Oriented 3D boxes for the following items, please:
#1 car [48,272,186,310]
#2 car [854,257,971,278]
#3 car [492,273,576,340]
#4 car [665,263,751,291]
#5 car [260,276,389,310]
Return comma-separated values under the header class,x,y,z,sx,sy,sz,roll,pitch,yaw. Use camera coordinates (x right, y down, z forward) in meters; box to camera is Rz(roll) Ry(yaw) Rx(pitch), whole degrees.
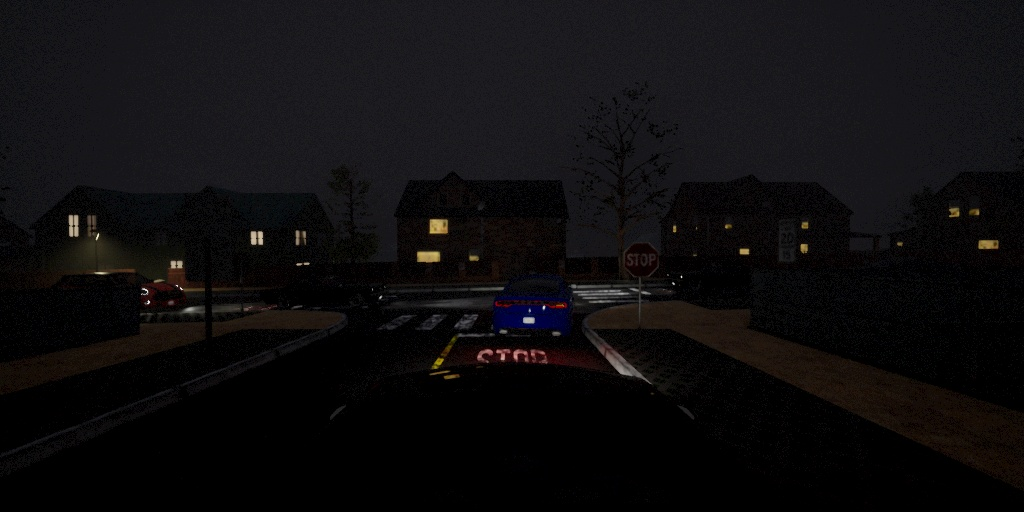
class,x,y,z,sx,sy,sz,roll,pitch,yaw
car,-16.811,1.471,15.298,4.553,1.767,2.097,-1,1,0
car,20.042,0.753,18.300,5.357,1.411,2.033,-1,1,0
car,0.779,1.226,10.113,1.882,1.535,5.008,0,0,10
car,10.396,1.034,18.256,4.718,1.301,1.895,-1,1,-1
car,-7.823,1.506,15.314,4.718,1.301,1.895,-1,1,0
